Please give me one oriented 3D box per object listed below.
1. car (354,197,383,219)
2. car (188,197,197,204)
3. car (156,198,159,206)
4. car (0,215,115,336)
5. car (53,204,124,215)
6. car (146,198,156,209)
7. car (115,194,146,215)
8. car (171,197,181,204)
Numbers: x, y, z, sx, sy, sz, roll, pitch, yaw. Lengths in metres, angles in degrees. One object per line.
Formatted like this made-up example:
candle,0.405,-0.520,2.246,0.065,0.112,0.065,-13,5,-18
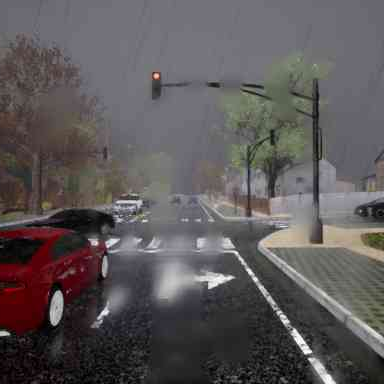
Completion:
car,13.265,1.033,22.489,4.181,1.385,1.994,-2,-1,-6
car,0.147,1.611,65.772,2.033,1.411,5.357,0,0,0
car,-6.547,1.610,55.147,1.994,1.385,4.181,0,0,0
car,-3.145,1.480,6.878,1.882,1.535,5.008,0,0,0
car,-5.753,1.520,15.927,1.812,1.442,4.674,-2,0,32
car,-6.565,1.525,45.148,2.128,1.511,4.902,0,0,0
car,-6.574,1.243,34.869,2.150,2.045,5.566,0,0,0
car,-3.102,1.611,66.268,2.033,1.411,5.357,0,0,0
